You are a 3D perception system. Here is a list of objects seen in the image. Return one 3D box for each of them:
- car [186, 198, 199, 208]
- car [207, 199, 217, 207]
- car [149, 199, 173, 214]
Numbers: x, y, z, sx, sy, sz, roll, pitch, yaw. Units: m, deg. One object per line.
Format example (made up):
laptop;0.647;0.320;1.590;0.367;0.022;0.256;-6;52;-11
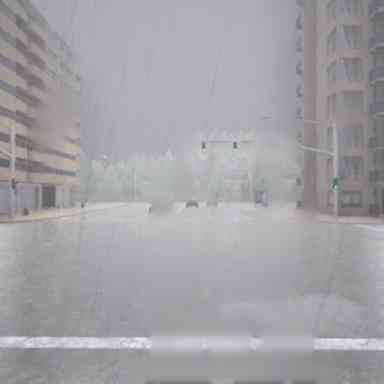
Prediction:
car;0.018;1.810;54.228;1.837;1.490;4.892;0;0;0
car;3.662;1.888;60.509;2.033;1.411;5.357;0;0;4
car;-3.650;1.566;38.004;2.097;1.767;4.553;0;0;0
